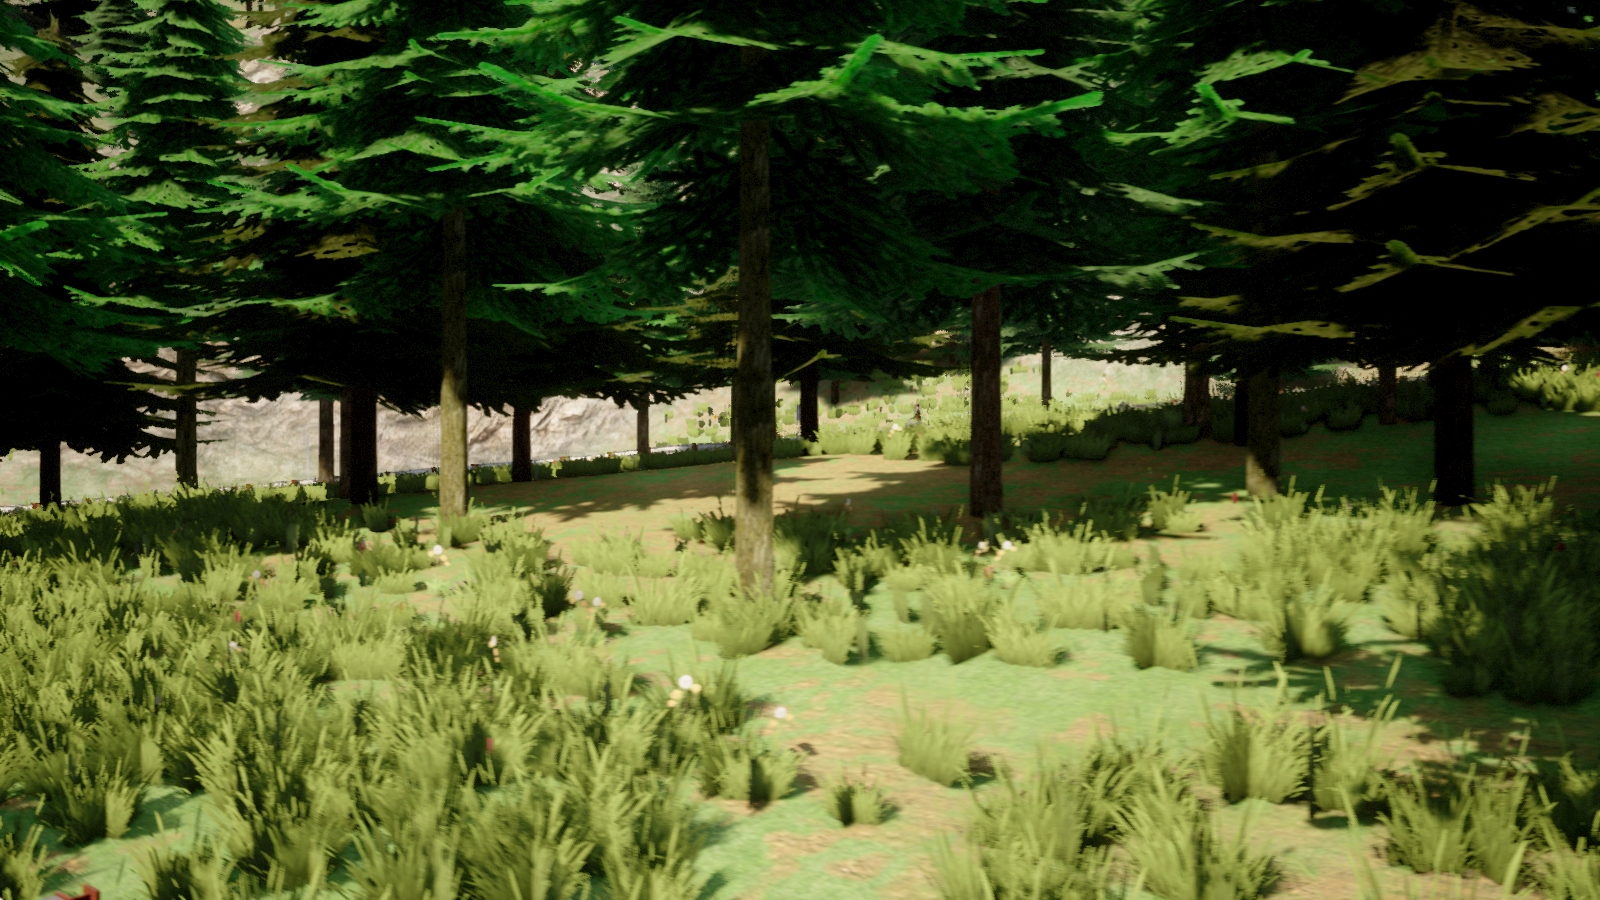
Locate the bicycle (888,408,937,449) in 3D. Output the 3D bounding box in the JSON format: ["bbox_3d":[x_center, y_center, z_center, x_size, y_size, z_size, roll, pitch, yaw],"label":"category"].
[{"bbox_3d":[4.498,-0.855,45.673,1.835,1.471,0.329,-4,-1,19],"label":"bicycle"}]
